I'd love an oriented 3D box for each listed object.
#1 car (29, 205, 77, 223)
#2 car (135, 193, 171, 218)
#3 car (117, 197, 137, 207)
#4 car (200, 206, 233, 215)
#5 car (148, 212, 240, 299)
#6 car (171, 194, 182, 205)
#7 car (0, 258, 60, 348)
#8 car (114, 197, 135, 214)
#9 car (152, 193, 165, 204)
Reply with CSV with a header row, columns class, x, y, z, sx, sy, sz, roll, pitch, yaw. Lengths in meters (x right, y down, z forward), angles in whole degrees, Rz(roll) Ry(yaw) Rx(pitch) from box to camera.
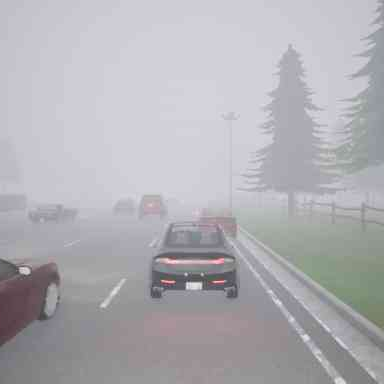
class,x,y,z,sx,sy,sz,roll,pitch,yaw
car,-10.385,1.613,25.294,1.895,1.301,4.718,0,0,0
car,-3.383,1.236,30.037,2.150,2.045,5.566,0,0,0
car,-10.369,1.573,53.406,2.033,1.411,5.357,0,0,0
car,1.235,1.486,17.800,1.882,1.535,5.008,0,0,0
car,0.057,1.496,8.459,2.128,1.511,4.902,0,0,0
car,-3.365,1.535,60.337,1.837,1.490,4.892,0,0,0
car,-3.398,1.480,4.249,1.882,1.535,5.008,0,0,0
car,-6.880,1.508,35.087,2.128,1.511,4.902,0,0,0
car,-6.862,1.255,68.444,2.150,2.045,5.566,0,0,0
